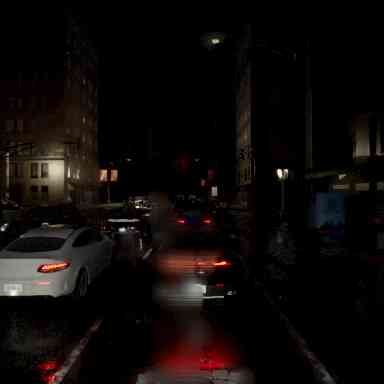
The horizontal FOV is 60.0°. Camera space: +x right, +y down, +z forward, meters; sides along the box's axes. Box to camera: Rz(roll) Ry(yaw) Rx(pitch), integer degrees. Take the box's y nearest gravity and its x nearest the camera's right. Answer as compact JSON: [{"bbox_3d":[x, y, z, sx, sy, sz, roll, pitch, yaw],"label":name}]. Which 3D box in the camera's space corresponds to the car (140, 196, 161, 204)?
[{"bbox_3d":[-6.535,1.525,52.922,1.837,1.490,4.892,0,0,0],"label":"car"}]

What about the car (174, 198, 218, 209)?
[{"bbox_3d":[0.194,1.651,36.874,4.718,1.301,1.895,0,-1,0],"label":"car"}]

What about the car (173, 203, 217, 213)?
[{"bbox_3d":[0.100,1.533,17.548,1.812,1.442,4.674,0,0,0],"label":"car"}]

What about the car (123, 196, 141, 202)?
[{"bbox_3d":[-9.780,1.525,53.379,1.837,1.490,4.892,0,0,0],"label":"car"}]

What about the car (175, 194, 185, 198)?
[{"bbox_3d":[-3.164,1.536,82.792,2.128,1.511,4.902,0,0,0],"label":"car"}]

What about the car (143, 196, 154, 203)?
[{"bbox_3d":[-9.674,1.546,73.722,1.812,1.442,4.674,0,0,0],"label":"car"}]

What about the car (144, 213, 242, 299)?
[{"bbox_3d":[0.101,1.508,8.431,1.837,1.490,4.892,0,0,0],"label":"car"}]

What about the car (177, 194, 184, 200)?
[{"bbox_3d":[-3.153,1.320,93.211,1.882,1.535,5.008,0,0,0],"label":"car"}]

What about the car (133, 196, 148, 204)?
[{"bbox_3d":[-9.732,1.512,63.508,2.128,1.511,4.902,0,0,1],"label":"car"}]

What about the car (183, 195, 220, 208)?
[{"bbox_3d":[1.514,1.581,43.361,2.128,1.511,4.902,-2,3,-41],"label":"car"}]

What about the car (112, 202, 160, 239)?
[{"bbox_3d":[-3.134,1.499,17.446,2.128,1.511,4.902,0,0,0],"label":"car"}]

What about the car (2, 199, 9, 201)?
[{"bbox_3d":[-23.109,1.575,40.064,4.181,1.385,1.994,0,-1,0],"label":"car"}]

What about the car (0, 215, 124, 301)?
[{"bbox_3d":[-3.148,1.529,8.180,1.812,1.442,4.674,0,0,0],"label":"car"}]

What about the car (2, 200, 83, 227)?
[{"bbox_3d":[-6.395,1.357,14.762,2.097,1.767,4.553,0,0,3],"label":"car"}]

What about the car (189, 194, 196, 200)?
[{"bbox_3d":[0.097,1.382,93.207,2.033,1.411,5.357,0,0,0],"label":"car"}]

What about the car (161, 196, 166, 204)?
[{"bbox_3d":[-6.498,1.547,61.946,1.812,1.442,4.674,0,0,1],"label":"car"}]
